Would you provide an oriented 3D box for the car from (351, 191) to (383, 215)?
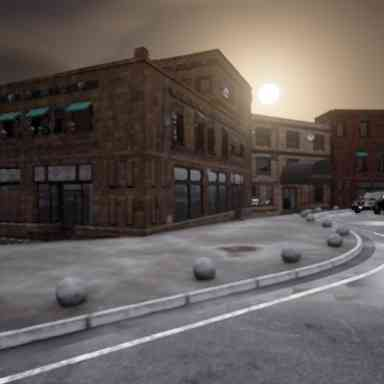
[{"bbox_3d":[16.973,0.947,30.557,5.566,2.045,2.150,-1,0,-33],"label":"car"}]
